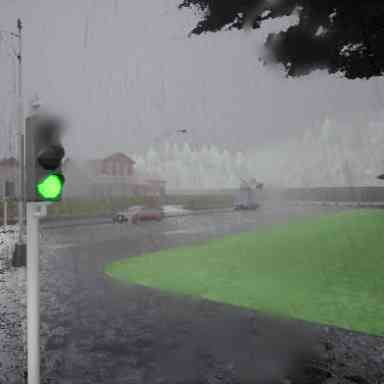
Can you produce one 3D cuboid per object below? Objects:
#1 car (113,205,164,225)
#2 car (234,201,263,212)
[{"bbox_3d":[-4.097,1.704,25.905,1.994,1.385,4.181,-1,0,36],"label":"car"},{"bbox_3d":[6.960,1.741,41.219,1.895,1.301,4.718,-1,0,36],"label":"car"}]
